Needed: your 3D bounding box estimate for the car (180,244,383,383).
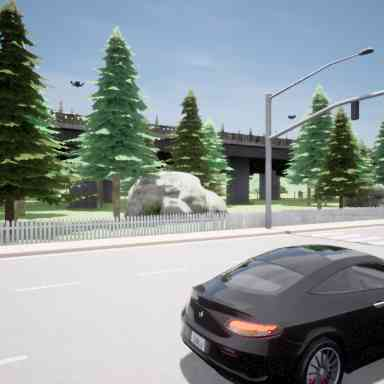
[{"bbox_3d":[2.082,1.526,4.908,4.674,1.442,1.812,0,0,-29],"label":"car"}]
